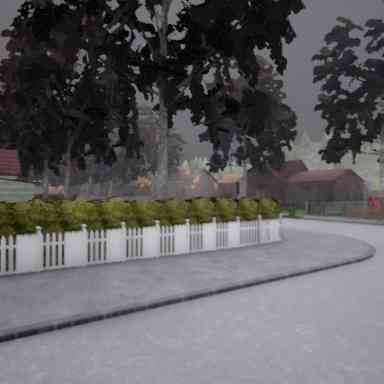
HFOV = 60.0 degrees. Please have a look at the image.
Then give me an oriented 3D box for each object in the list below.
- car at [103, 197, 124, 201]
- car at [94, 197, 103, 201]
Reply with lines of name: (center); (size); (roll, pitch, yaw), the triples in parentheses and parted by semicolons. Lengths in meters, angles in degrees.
car: (-10.309, 1.466, 46.704); (2.097, 1.767, 4.553); (0, 0, -35)
car: (-17.647, 1.703, 64.188); (1.994, 1.385, 4.181); (0, 0, -36)
